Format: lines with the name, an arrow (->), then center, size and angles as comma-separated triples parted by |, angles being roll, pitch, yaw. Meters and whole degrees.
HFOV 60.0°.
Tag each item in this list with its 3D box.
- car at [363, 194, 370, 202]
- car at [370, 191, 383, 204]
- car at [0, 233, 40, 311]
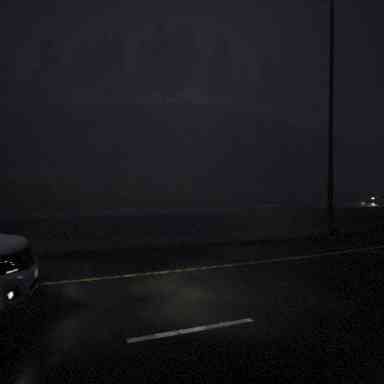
car -> 26.112, 0.735, 46.858 | 4.892, 1.490, 1.837 | -1, 1, -32
car -> 25.826, 0.528, 42.570 | 5.566, 2.045, 2.150 | 0, 1, -31
car -> -5.425, 1.118, 5.122 | 5.566, 2.045, 2.150 | 0, 1, -18
